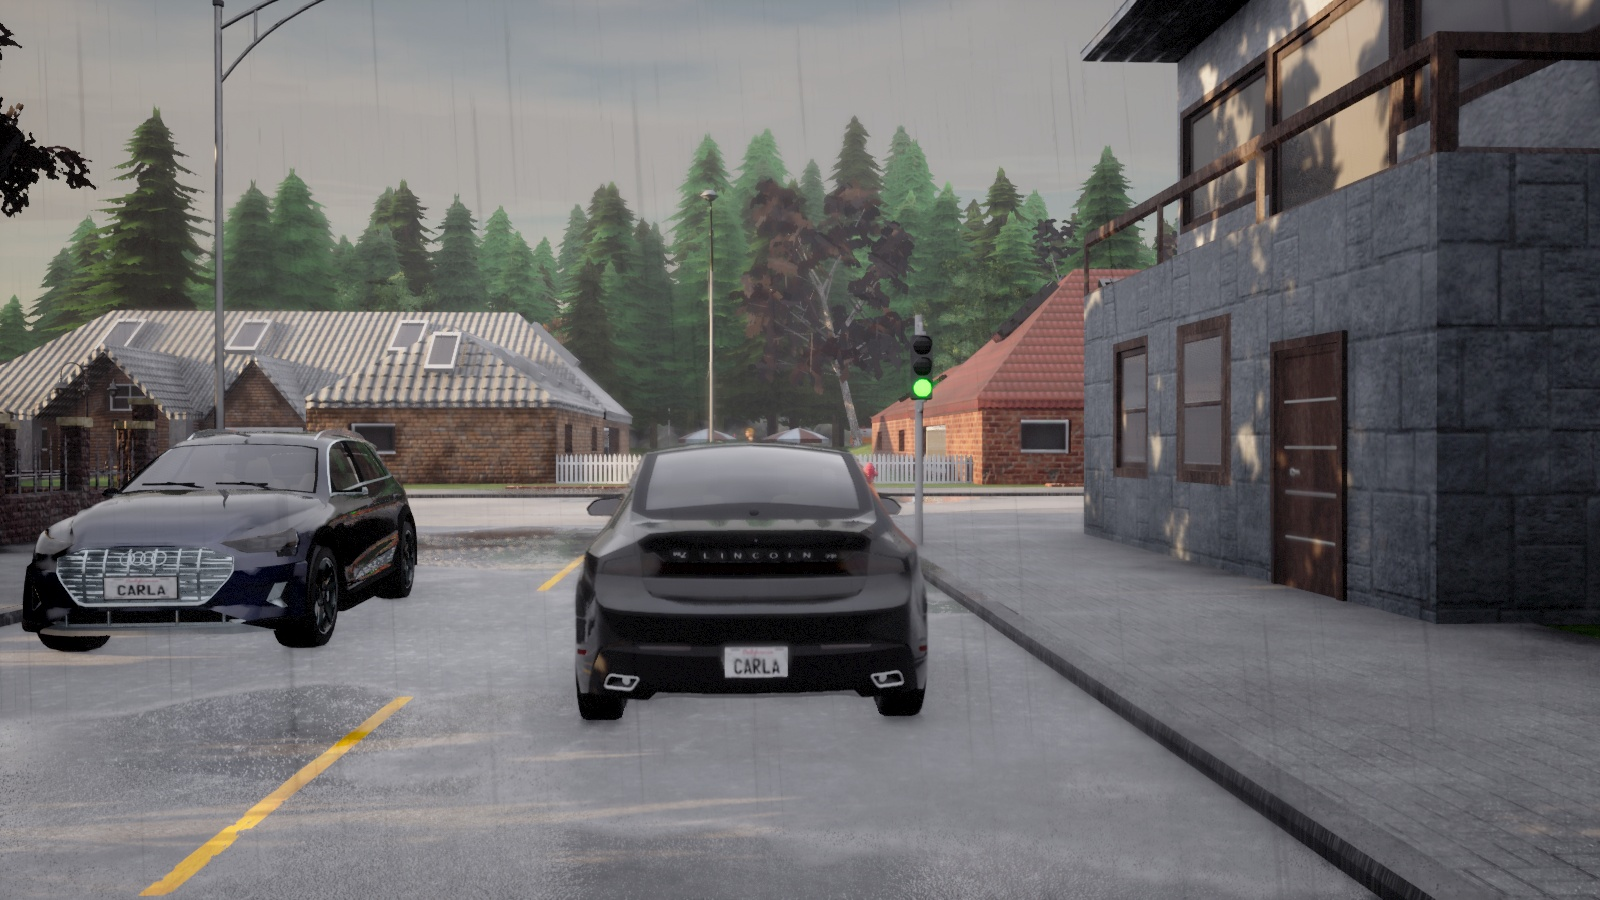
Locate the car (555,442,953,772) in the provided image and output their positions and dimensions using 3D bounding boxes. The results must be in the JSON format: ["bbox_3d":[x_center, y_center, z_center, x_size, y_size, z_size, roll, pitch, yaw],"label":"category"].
[{"bbox_3d":[-0.350,0.706,8.244,1.837,1.490,4.892,0,1,-3],"label":"car"}]

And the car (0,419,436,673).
[{"bbox_3d":[-4.586,0.613,10.674,2.033,1.649,4.856,0,0,-6],"label":"car"}]
